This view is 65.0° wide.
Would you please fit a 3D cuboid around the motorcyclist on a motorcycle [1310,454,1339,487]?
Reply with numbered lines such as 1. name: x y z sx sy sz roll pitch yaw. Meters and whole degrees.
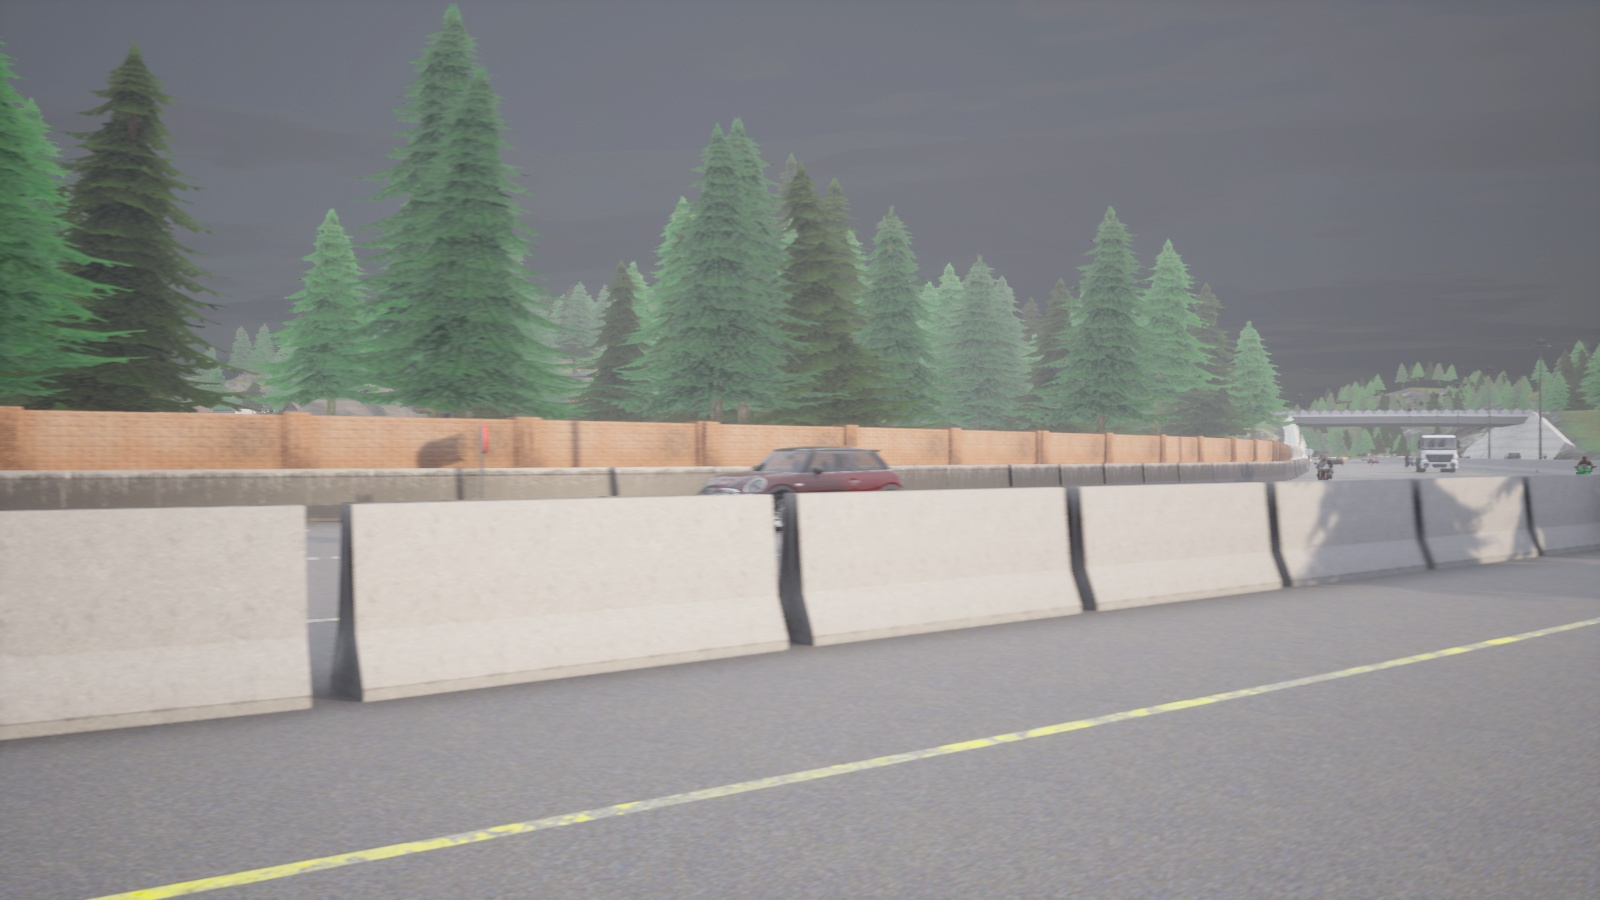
1. motorcyclist on a motorcycle: 24.619 0.957 58.936 0.866 1.530 2.191 -1 -1 33

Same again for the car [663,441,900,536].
1. car: -0.311 0.719 25.617 4.553 1.767 2.097 0 0 -41
